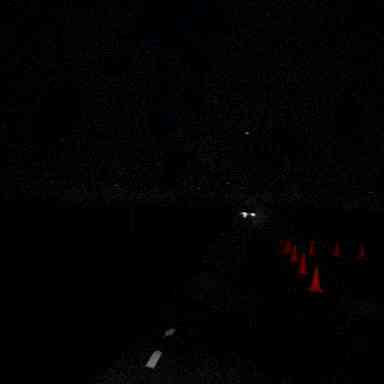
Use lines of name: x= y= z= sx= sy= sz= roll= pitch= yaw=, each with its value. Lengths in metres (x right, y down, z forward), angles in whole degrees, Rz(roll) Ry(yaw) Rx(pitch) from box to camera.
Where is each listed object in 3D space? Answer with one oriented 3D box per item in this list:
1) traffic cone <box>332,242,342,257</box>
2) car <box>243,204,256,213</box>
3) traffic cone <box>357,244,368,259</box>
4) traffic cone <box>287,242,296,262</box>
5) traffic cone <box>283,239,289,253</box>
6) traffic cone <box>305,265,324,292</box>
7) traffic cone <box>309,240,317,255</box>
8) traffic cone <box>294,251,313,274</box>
traffic cone: x=6.133 y=2.420 z=14.069 sx=0.340 sy=0.580 sz=0.340 roll=3 pitch=-1 yaw=10
car: x=9.201 y=2.628 z=53.576 sx=2.033 sy=1.411 sz=5.357 roll=3 pitch=-1 yaw=10
traffic cone: x=7.115 y=2.465 z=13.902 sx=0.340 sy=0.580 sz=0.340 roll=2 pitch=-1 yaw=10
traffic cone: x=3.830 y=2.287 z=12.432 sx=0.340 sy=0.580 sz=0.340 roll=3 pitch=-1 yaw=10
traffic cone: x=4.163 y=2.326 z=14.404 sx=0.340 sy=0.580 sz=0.340 roll=3 pitch=-1 yaw=10
traffic cone: x=3.163 y=2.209 z=8.489 sx=0.340 sy=0.580 sz=0.340 roll=3 pitch=-1 yaw=10
traffic cone: x=5.148 y=2.373 z=14.236 sx=0.340 sy=0.580 sz=0.340 roll=3 pitch=-1 yaw=10
traffic cone: x=3.497 y=2.248 z=10.460 sx=0.340 sy=0.580 sz=0.340 roll=3 pitch=-1 yaw=10
